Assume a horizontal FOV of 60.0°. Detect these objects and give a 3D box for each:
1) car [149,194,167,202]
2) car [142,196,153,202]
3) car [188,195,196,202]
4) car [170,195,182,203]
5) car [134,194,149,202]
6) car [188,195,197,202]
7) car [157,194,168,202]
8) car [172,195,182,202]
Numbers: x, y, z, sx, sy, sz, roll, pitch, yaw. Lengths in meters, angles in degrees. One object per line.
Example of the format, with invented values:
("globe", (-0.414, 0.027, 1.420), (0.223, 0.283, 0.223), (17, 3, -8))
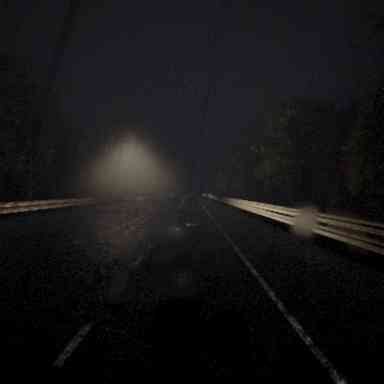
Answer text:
("car", (-6.968, 1.197, 68.410), (2.097, 1.767, 4.553), (0, 0, 0))
("car", (-10.463, 1.537, 78.482), (1.895, 1.301, 4.718), (0, 0, 0))
("car", (0.037, 1.464, 78.448), (1.812, 1.442, 4.674), (0, 0, 0))
("car", (-3.467, 1.381, 68.021), (2.128, 1.511, 4.902), (0, 0, 0))
("car", (-10.468, 1.198, 68.411), (2.097, 1.767, 4.553), (0, 0, 0))
("car", (0.032, 1.356, 68.019), (1.837, 1.490, 4.892), (0, 0, 0))
("car", (-6.963, 1.296, 78.421), (2.097, 1.767, 4.553), (0, 0, 0))
("car", (-3.462, 1.481, 78.449), (2.033, 1.411, 5.357), (0, 0, 0))
